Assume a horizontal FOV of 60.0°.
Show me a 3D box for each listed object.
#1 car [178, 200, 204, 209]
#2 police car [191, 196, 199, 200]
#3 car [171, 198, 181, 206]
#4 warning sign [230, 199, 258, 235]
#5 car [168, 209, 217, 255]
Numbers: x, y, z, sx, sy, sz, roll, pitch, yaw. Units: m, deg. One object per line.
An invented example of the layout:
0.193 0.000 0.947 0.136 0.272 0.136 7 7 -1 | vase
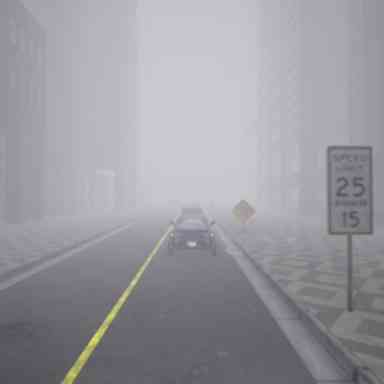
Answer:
0.029 1.736 29.250 1.882 1.535 5.008 0 0 1 | car
0.895 1.991 87.663 1.930 1.638 5.238 0 0 0 | police car
-3.017 1.971 65.798 2.128 1.511 4.902 0 0 0 | car
2.708 1.281 17.566 1.300 1.860 1.060 -1 -1 0 | warning sign
0.026 1.658 13.904 1.812 1.442 4.674 0 0 1 | car
